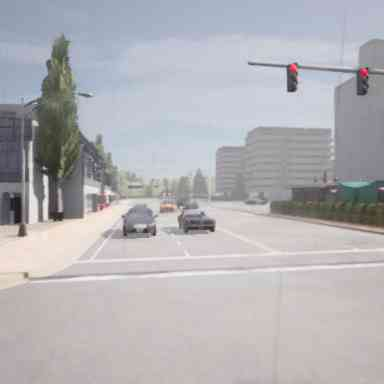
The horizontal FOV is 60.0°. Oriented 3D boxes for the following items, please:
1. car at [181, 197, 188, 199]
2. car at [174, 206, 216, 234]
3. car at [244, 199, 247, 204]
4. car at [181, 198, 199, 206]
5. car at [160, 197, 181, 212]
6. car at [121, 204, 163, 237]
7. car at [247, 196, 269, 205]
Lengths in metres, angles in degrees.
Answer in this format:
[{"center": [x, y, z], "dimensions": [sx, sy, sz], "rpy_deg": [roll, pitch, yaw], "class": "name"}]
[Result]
[{"center": [-1.682, 1.873, 58.502], "dimensions": [2.150, 2.045, 5.566], "rpy_deg": [0, -1, -8], "class": "car"}, {"center": [0.228, 1.835, 21.331], "dimensions": [1.895, 1.301, 4.718], "rpy_deg": [0, -1, -8], "class": "car"}, {"center": [13.992, 1.847, 73.850], "dimensions": [4.605, 1.855, 1.932], "rpy_deg": [0, -1, -10], "class": "car"}, {"center": [-0.132, 2.022, 48.476], "dimensions": [2.128, 1.511, 4.902], "rpy_deg": [0, -1, -8], "class": "car"}, {"center": [-3.125, 1.857, 44.002], "dimensions": [2.097, 1.767, 4.553], "rpy_deg": [0, -1, -8], "class": "car"}, {"center": [-3.084, 1.735, 19.808], "dimensions": [2.128, 1.511, 4.902], "rpy_deg": [0, -1, -8], "class": "car"}, {"center": [14.439, 1.815, 70.990], "dimensions": [3.866, 1.878, 1.905], "rpy_deg": [0, -1, -10], "class": "car"}]
